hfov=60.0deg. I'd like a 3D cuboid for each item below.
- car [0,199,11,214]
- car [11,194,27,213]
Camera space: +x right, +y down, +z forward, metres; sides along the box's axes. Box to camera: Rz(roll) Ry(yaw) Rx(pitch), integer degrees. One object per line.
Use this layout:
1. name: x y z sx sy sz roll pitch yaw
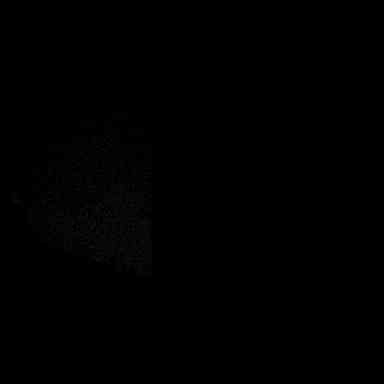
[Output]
1. car: -20.149 1.491 35.393 1.882 1.535 5.008 0 0 9
2. car: -16.516 1.234 36.345 2.150 2.045 5.566 0 0 11
